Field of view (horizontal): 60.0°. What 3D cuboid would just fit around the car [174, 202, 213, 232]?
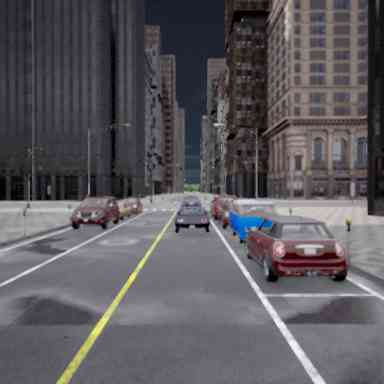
[{"bbox_3d":[0.012,1.501,19.422,1.895,1.301,4.718,0,0,0],"label":"car"}]

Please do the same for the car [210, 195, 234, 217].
[{"bbox_3d":[2.645,1.176,26.434,2.192,1.841,5.009,0,0,0],"label":"car"}]

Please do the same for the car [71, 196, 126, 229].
[{"bbox_3d":[-5.855,1.213,20.792,2.192,1.841,5.009,0,0,0],"label":"car"}]

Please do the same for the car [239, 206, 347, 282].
[{"bbox_3d":[2.721,1.387,9.629,1.967,1.590,4.097,0,0,0],"label":"car"}]

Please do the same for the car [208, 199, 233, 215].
[{"bbox_3d":[2.621,1.384,32.037,2.008,1.369,4.403,0,0,0],"label":"car"}]

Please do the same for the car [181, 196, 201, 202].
[{"bbox_3d":[-0.108,1.173,34.902,2.097,1.767,4.553,0,0,-1],"label":"car"}]

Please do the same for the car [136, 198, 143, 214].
[{"bbox_3d":[-5.905,1.281,31.997,1.967,1.590,4.097,0,0,0],"label":"car"}]

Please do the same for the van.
[{"bbox_3d":[2.695,1.260,15.231,1.690,1.788,3.998,0,0,0],"label":"van"}]

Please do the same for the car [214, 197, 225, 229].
[{"bbox_3d":[2.671,1.330,20.832,1.967,1.590,4.097,0,0,0],"label":"car"}]

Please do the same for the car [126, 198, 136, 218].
[{"bbox_3d":[-5.879,1.396,26.225,1.752,1.417,4.829,0,0,0],"label":"car"}]
